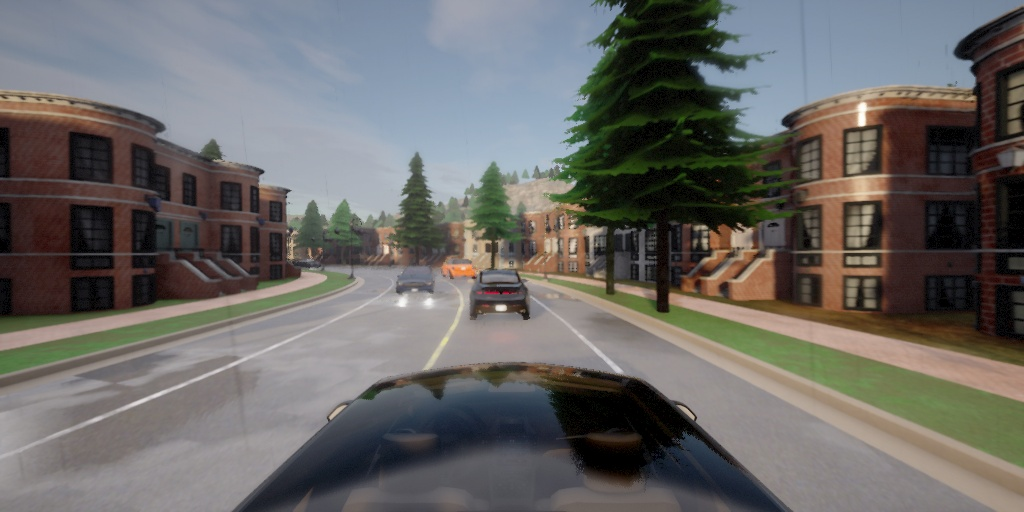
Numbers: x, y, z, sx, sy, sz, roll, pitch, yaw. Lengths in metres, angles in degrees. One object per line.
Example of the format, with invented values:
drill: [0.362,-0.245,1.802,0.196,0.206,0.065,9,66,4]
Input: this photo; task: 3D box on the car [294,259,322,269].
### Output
car: [-29.884,1.119,52.486,4.674,1.442,1.812,0,0,28]

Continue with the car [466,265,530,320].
car: [-0.488,1.204,12.475,1.837,1.490,4.892,0,0,-4]

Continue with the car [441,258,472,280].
car: [-4.557,0.979,29.915,2.097,1.767,4.553,0,0,-21]

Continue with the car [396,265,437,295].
car: [-5.091,1.226,19.611,2.033,1.411,5.357,0,0,-11]
